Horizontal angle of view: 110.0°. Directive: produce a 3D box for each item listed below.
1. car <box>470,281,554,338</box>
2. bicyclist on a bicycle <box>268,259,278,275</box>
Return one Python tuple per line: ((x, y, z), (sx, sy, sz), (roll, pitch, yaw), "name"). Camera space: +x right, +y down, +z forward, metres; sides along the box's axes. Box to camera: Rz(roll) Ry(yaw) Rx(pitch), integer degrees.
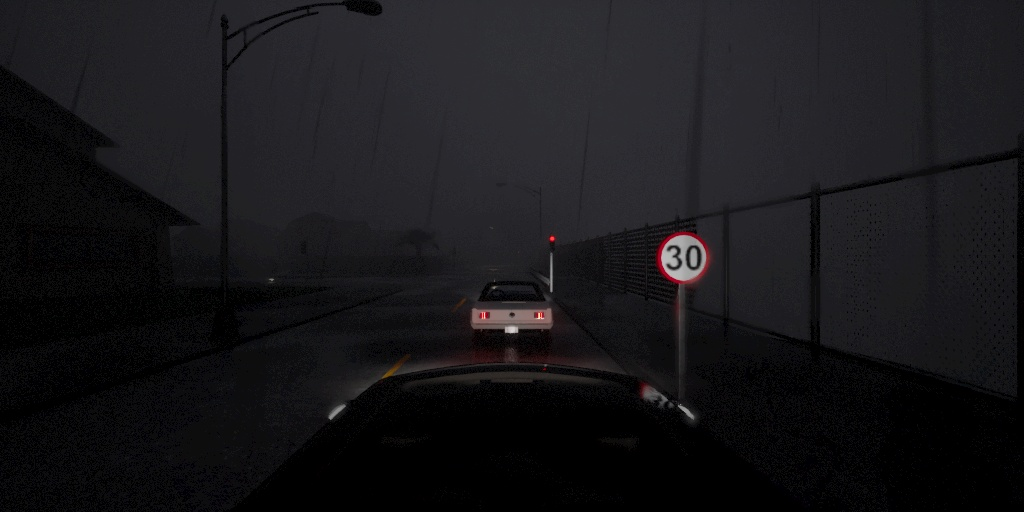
((-0.002, 1.351, 10.186), (1.895, 1.301, 4.718), (0, 0, 0), "car")
((-24.322, 1.099, 36.495), (0.582, 1.620, 1.656), (0, 0, 0), "bicyclist on a bicycle")
